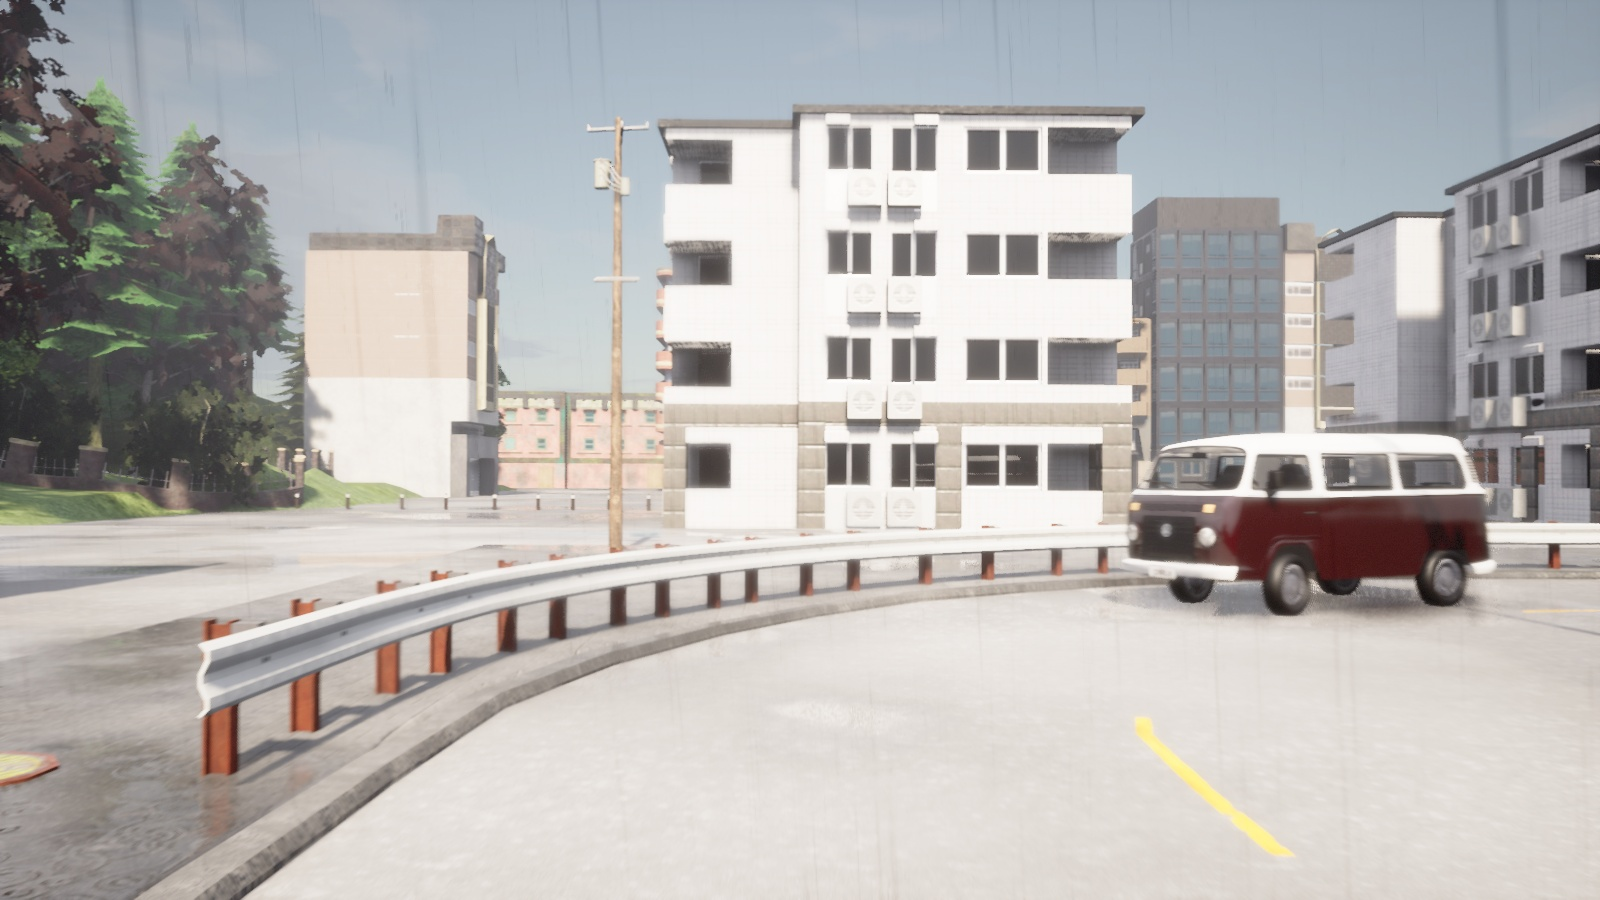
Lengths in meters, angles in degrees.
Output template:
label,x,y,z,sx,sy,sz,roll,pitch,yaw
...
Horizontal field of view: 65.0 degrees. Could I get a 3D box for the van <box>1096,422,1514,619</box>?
label,x,y,z,sx,sy,sz,roll,pitch,yaw
van,5.990,0.766,14.894,4.480,2.038,2.069,0,-2,-26
